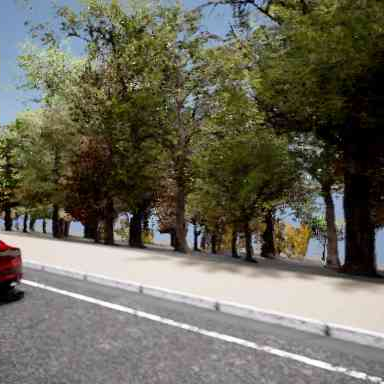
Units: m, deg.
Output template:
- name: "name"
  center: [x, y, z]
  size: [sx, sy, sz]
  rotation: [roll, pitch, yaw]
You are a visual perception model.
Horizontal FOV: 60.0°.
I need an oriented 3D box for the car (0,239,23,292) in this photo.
- name: "car"
  center: [-6.072, 1.575, 8.028]
  size: [5.008, 1.535, 1.882]
  rotation: [-1, -1, 35]
